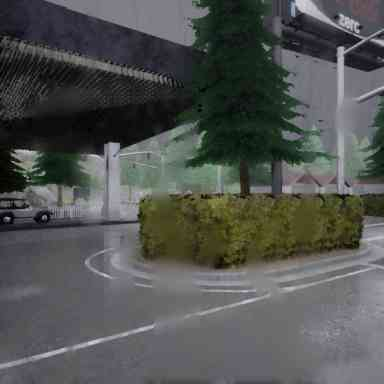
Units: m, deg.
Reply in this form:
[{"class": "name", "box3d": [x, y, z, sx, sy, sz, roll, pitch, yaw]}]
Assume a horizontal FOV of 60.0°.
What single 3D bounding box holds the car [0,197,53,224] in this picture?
[{"class": "car", "box3d": [-11.994, 1.313, 23.455, 3.866, 1.878, 1.905, 0, 0, -36]}]
